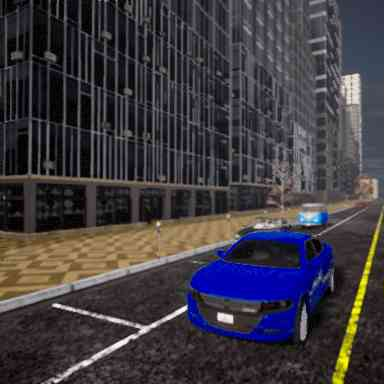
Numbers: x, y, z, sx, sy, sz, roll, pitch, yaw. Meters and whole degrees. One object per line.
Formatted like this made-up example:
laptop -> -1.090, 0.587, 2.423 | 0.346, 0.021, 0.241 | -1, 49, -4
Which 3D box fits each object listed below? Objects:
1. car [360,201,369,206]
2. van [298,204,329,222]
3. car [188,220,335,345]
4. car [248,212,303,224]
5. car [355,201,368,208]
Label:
car -> 43.626, 2.883, 83.930 | 1.887, 1.381, 4.507 | 0, -1, 30
van -> 9.147, 1.764, 24.967 | 1.690, 1.788, 3.998 | 0, -1, 30
car -> 1.744, 1.598, 6.975 | 1.882, 1.535, 5.008 | 0, -1, 30
car -> 3.400, 1.807, 15.137 | 2.008, 1.369, 4.403 | 0, -1, 30
car -> 35.006, 2.665, 69.188 | 1.887, 1.381, 4.507 | 0, -1, 30
